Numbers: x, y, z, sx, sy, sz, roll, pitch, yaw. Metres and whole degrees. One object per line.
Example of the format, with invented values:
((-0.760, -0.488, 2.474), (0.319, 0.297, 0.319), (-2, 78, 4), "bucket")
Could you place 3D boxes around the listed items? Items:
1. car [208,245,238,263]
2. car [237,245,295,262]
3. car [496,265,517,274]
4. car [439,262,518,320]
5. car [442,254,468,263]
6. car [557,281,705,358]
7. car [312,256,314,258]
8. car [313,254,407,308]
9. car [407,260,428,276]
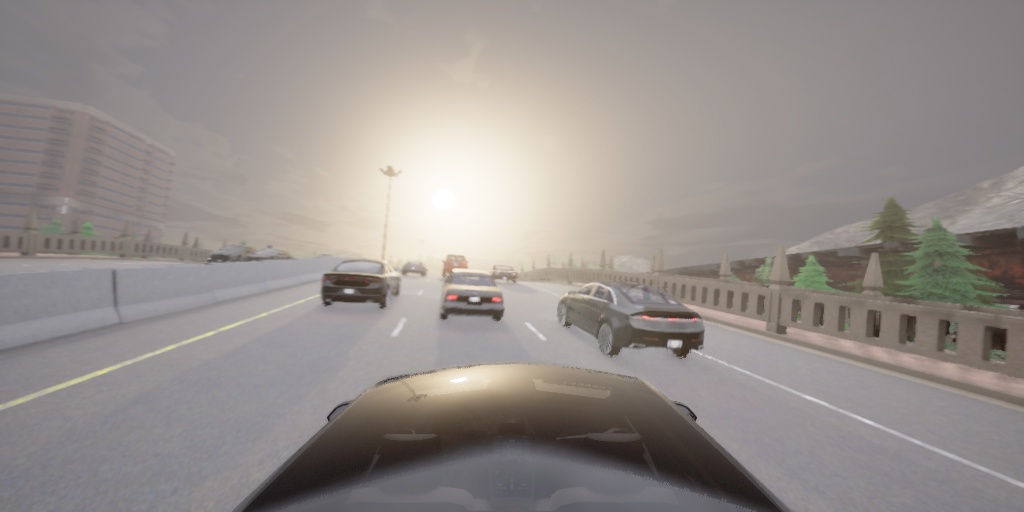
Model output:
((-22.557, -0.107, 29.479), (2.097, 1.767, 4.553), (4, -3, -10), "car")
((-18.749, 0.165, 27.986), (1.882, 1.535, 5.008), (4, -3, -10), "car")
((-0.901, 1.391, 28.424), (1.895, 1.301, 4.718), (4, -2, -10), "car")
((-1.439, 1.151, 11.954), (2.033, 1.411, 5.357), (4, 0, -10), "car")
((-5.168, 0.943, 32.427), (2.150, 2.045, 5.566), (4, -3, -10), "car")
((2.631, 1.390, 9.104), (2.128, 1.511, 4.902), (4, 0, -10), "car")
((-15.548, 0.538, 29.881), (1.994, 1.385, 4.181), (4, -3, -10), "car")
((-5.136, 0.821, 12.789), (1.882, 1.535, 5.008), (4, 0, -10), "car")
((-8.737, 1.078, 32.392), (1.994, 1.385, 4.181), (4, -3, -10), "car")
